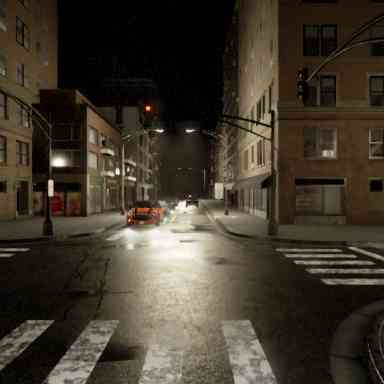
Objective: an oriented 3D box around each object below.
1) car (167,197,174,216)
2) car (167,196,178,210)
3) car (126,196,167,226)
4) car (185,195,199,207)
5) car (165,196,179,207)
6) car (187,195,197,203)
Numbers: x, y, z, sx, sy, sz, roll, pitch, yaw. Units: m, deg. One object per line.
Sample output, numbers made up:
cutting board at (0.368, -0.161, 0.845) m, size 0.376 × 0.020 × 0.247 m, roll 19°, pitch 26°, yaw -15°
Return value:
car at (-3.159, 1.530, 32.488) m, size 2.033 × 1.411 × 5.357 m, roll 0°, pitch 0°, yaw 0°
car at (-3.171, 1.326, 42.273) m, size 2.097 × 1.767 × 4.553 m, roll 0°, pitch 0°, yaw 0°
car at (-3.140, 1.342, 23.033) m, size 2.097 × 1.767 × 4.553 m, roll 0°, pitch 0°, yaw 0°
car at (0.003, 1.456, 51.017) m, size 2.128 × 1.511 × 4.902 m, roll 0°, pitch 0°, yaw 0°
car at (-3.158, 1.442, 52.629) m, size 1.882 × 1.535 × 5.008 m, roll 0°, pitch 0°, yaw 0°
car at (-0.035, 1.440, 69.672) m, size 2.128 × 1.511 × 4.902 m, roll 0°, pitch 0°, yaw 0°
